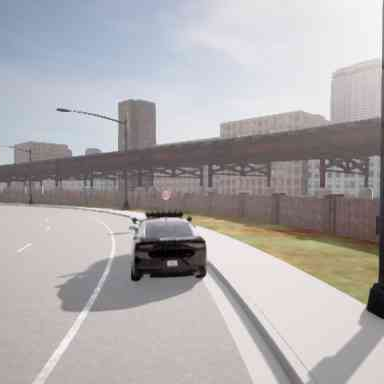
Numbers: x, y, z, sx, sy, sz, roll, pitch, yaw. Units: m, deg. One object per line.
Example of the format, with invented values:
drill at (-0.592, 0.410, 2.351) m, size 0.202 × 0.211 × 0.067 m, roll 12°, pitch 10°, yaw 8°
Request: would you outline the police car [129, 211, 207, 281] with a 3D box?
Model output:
police car at (-0.853, 1.413, 10.087) m, size 1.930 × 1.638 × 5.238 m, roll 0°, pitch 0°, yaw -9°
